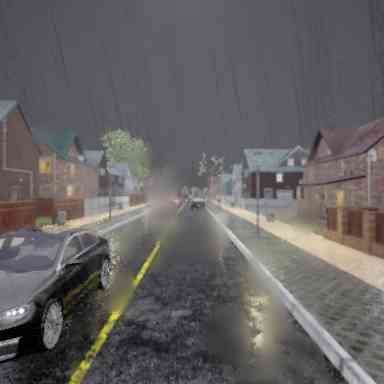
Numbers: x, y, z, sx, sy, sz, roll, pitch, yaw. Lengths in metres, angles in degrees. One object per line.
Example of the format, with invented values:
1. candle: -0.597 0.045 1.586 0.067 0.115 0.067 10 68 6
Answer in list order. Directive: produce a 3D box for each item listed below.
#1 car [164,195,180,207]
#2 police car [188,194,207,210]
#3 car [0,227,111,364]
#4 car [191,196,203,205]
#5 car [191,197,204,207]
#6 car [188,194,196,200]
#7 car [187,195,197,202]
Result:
1. car: -2.850 1.282 48.502 2.097 1.767 4.553 0 0 0
2. police car: 0.805 1.356 40.894 1.930 1.638 5.238 0 0 0
3. car: -2.853 1.469 6.161 2.128 1.511 4.902 0 0 0
4. car: 0.798 1.415 56.785 1.882 1.535 5.008 0 0 0
5. car: 0.800 1.456 50.785 1.812 1.442 4.674 0 0 0
6. car: -0.043 1.407 90.559 2.128 1.511 4.902 0 0 0
7. car: -0.036 1.444 74.820 2.128 1.511 4.902 0 0 0
